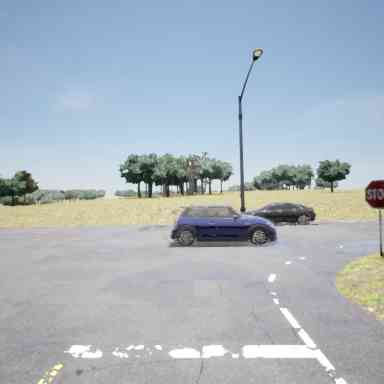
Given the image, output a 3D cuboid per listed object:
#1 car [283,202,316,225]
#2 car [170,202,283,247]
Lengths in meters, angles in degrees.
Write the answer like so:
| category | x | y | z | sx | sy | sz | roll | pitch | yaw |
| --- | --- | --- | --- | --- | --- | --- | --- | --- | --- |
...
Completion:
| category | x | y | z | sx | sy | sz | roll | pitch | yaw |
| --- | --- | --- | --- | --- | --- | --- | --- | --- | --- |
| car | 5.543 | 1.461 | 21.736 | 4.892 | 1.490 | 1.837 | -1 | -2 | -1 |
| car | 1.329 | 1.351 | 14.653 | 4.553 | 1.767 | 2.097 | 0 | 0 | -1 |
